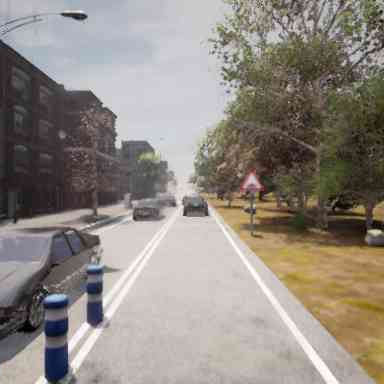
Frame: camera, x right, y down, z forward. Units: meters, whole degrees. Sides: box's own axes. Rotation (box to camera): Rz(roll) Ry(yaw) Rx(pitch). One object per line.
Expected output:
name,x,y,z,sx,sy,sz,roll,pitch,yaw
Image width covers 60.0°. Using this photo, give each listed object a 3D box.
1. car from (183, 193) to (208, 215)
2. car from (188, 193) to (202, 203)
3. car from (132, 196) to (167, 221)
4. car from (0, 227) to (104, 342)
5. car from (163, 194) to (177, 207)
car,0.337,1.051,29.348,2.097,1.767,4.553,0,1,1
car,0.556,0.905,50.807,1.837,1.490,4.892,1,-1,4
car,-3.165,1.256,24.646,1.837,1.490,4.892,0,0,1
car,-3.325,1.483,6.924,2.033,1.411,5.357,0,1,0
car,-2.887,1.070,41.272,1.837,1.490,4.892,0,0,1
